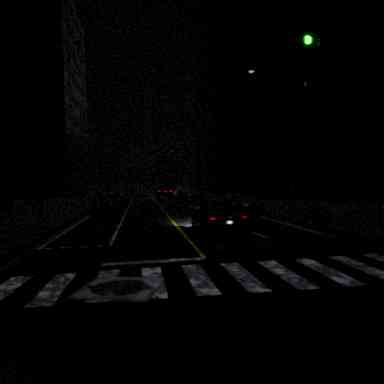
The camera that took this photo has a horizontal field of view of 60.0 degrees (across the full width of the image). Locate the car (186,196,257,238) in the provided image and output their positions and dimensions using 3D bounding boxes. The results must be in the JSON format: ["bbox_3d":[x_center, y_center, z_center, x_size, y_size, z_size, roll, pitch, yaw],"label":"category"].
[{"bbox_3d":[1.156,1.116,15.030,1.994,1.385,4.181,-2,2,-9],"label":"car"}]

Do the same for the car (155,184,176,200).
[{"bbox_3d":[-3.916,-0.023,46.415,2.150,2.045,5.566,-2,2,-9],"label":"car"}]

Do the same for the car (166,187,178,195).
[{"bbox_3d":[-3.949,-0.246,64.371,1.752,1.417,4.829,-2,2,-9],"label":"car"}]

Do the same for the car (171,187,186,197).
[{"bbox_3d":[-2.252,0.025,53.633,1.752,1.417,4.829,-2,2,-9],"label":"car"}]

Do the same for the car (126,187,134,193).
[{"bbox_3d":[-16.580,-0.615,89.728,1.947,1.339,4.313,-2,2,-9],"label":"car"}]

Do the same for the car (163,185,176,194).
[{"bbox_3d":[-4.776,-0.587,69.567,2.192,1.841,5.009,-2,2,-9],"label":"car"}]

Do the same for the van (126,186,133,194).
[{"bbox_3d":[-10.649,0.103,52.136,1.690,1.788,3.998,-2,2,-9],"label":"van"}]

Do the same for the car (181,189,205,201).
[{"bbox_3d":[0.319,0.463,37.358,2.008,1.369,4.403,-2,2,-9],"label":"car"}]

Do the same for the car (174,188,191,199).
[{"bbox_3d":[-1.377,0.185,48.096,1.887,1.381,4.507,-2,2,-9],"label":"car"}]

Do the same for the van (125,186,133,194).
[{"bbox_3d":[-14.890,-0.572,78.983,1.690,1.788,3.998,-2,2,-9],"label":"van"}]

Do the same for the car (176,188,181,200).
[{"bbox_3d":[-0.529,0.321,42.727,1.887,1.381,4.507,-2,2,-9],"label":"car"}]

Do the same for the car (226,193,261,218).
[{"bbox_3d":[2.861,0.764,21.247,1.967,1.590,4.097,-2,2,-9],"label":"car"}]

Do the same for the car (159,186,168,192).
[{"bbox_3d":[-7.314,-0.761,85.682,1.887,1.381,4.507,-2,2,-9],"label":"car"}]

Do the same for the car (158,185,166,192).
[{"bbox_3d":[-8.165,-0.999,91.048,1.967,1.590,4.097,-2,2,-9],"label":"car"}]

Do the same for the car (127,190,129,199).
[{"bbox_3d":[-8.098,0.752,36.035,1.802,1.307,4.206,-2,2,-9],"label":"car"}]

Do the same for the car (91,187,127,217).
[{"bbox_3d":[-6.409,0.759,25.289,2.192,1.841,5.009,-2,2,-9],"label":"car"}]

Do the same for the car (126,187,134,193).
[{"bbox_3d":[-15.706,-0.518,84.190,1.752,1.417,4.829,-2,2,-9],"label":"car"}]

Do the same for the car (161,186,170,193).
[{"bbox_3d":[-6.493,-0.650,80.479,1.752,1.417,4.829,-2,2,-9],"label":"car"}]

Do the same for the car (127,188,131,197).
[{"bbox_3d":[-8.921,0.563,41.236,1.752,1.417,4.829,-2,2,-9],"label":"car"}]
